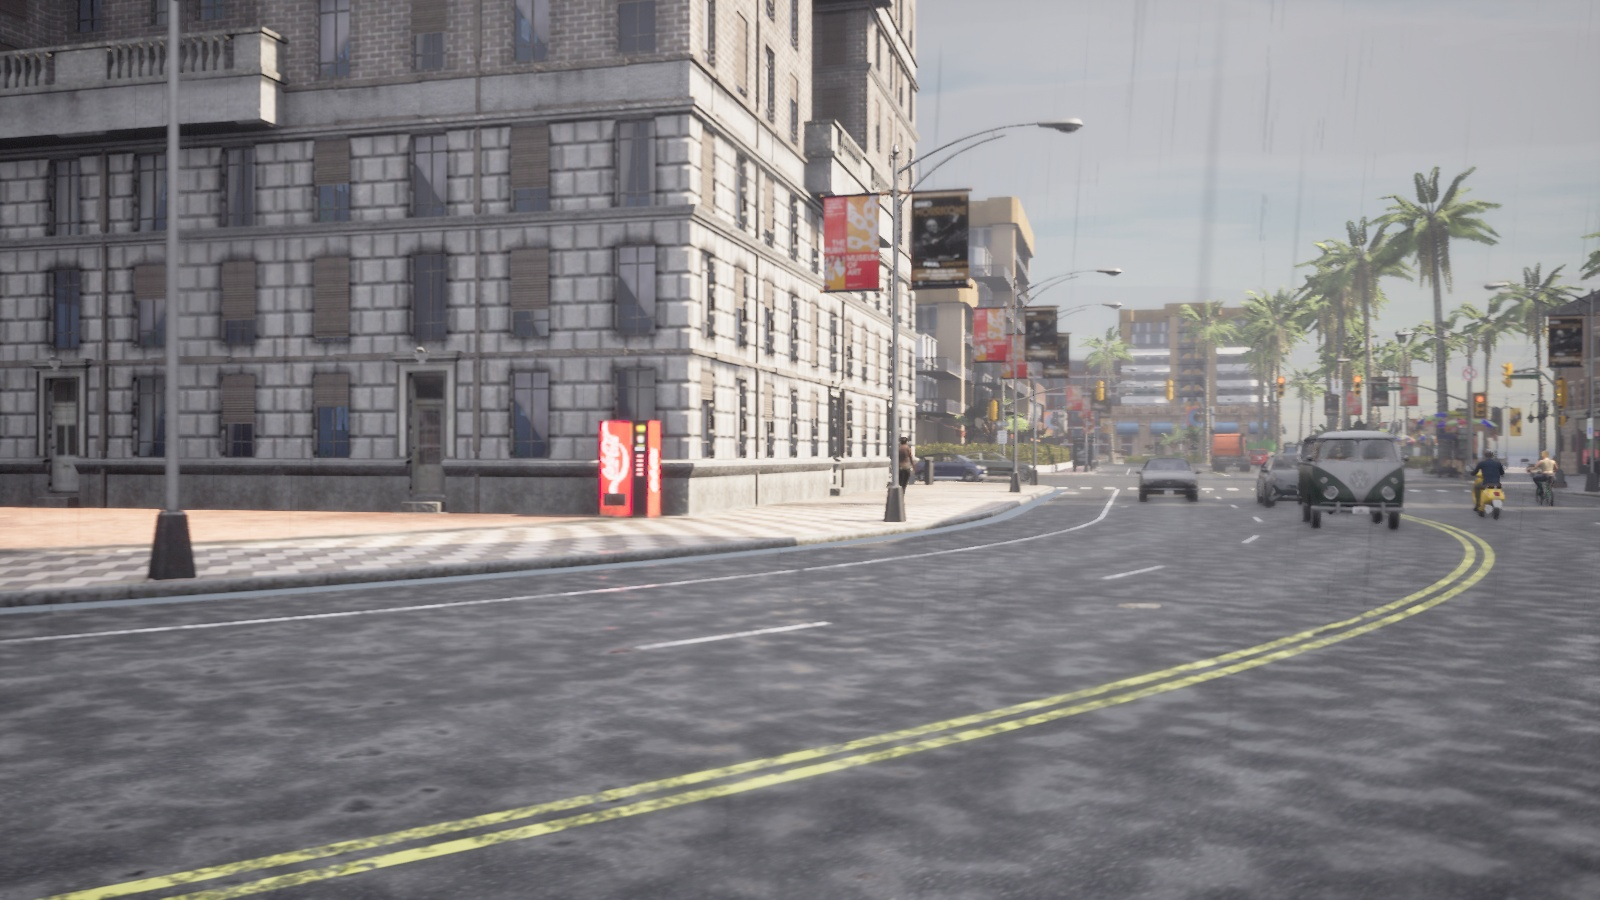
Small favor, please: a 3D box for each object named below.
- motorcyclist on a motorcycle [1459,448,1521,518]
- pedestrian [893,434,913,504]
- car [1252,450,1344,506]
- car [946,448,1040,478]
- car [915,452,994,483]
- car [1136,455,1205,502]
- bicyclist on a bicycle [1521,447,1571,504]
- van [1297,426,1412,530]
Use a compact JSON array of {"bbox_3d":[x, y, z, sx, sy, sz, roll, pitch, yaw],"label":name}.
[{"bbox_3d":[16.108,0.749,29.359,0.866,1.590,1.817,0,0,16],"label":"motorcyclist on a motorcycle"},{"bbox_3d":[2.706,0.500,33.039,0.328,1.805,0.869,0,0,17],"label":"pedestrian"},{"bbox_3d":[14.539,0.771,36.865,2.007,1.525,4.514,0,0,15],"label":"car"},{"bbox_3d":[10.691,0.716,69.326,5.027,1.651,2.152,0,0,12],"label":"car"},{"bbox_3d":[8.083,0.911,65.749,3.705,1.549,1.789,0,0,25],"label":"car"},{"bbox_3d":[12.145,0.892,41.407,2.033,1.411,5.357,0,0,15],"label":"car"},{"bbox_3d":[21.764,0.742,36.652,0.866,1.612,1.509,0,-1,15],"label":"bicyclist on a bicycle"},{"bbox_3d":[11.551,0.551,26.402,1.775,1.987,4.442,0,0,18],"label":"van"}]
